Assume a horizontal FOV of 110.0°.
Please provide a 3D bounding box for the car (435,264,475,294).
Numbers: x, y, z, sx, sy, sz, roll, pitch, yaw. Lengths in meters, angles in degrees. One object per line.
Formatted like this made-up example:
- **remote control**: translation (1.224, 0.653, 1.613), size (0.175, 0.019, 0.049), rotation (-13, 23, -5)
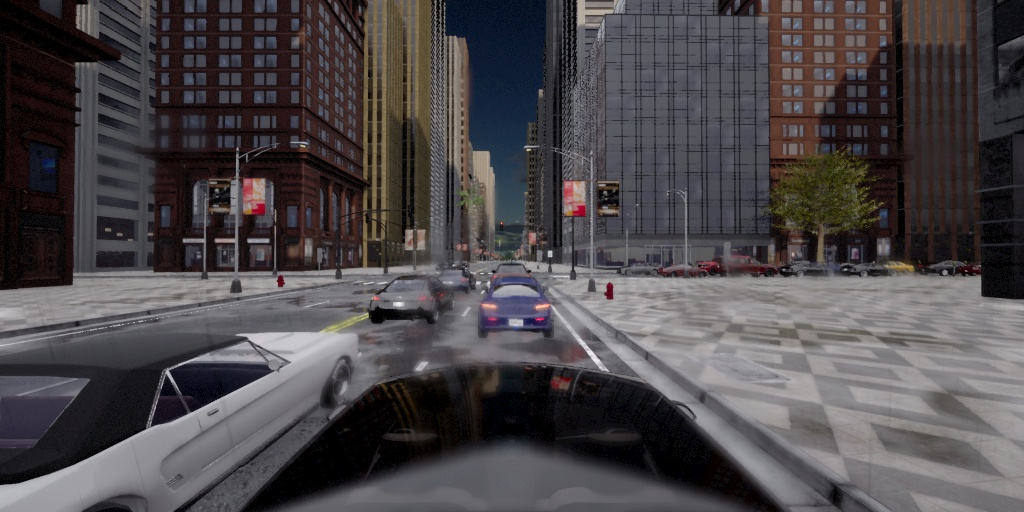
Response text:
- **car**: translation (-3.177, 1.352, 20.439), size (1.994, 1.385, 4.181), rotation (0, 0, 0)

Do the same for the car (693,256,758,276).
- **car**: translation (22.536, 1.009, 38.001), size (5.566, 2.045, 2.150), rotation (0, -1, -1)

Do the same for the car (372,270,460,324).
- **car**: translation (-3.166, 1.326, 12.051), size (1.994, 1.385, 4.181), rotation (0, 0, 0)

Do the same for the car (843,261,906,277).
- **car**: translation (32.186, 1.258, 32.385), size (4.313, 1.339, 1.948), rotation (0, 0, -1)

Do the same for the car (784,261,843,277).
- **car**: translation (26.549, 1.274, 32.290), size (4.313, 1.339, 1.948), rotation (0, 0, -1)

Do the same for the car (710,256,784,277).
- **car**: translation (20.912, 1.039, 32.194), size (5.009, 1.841, 2.192), rotation (0, 0, -1)

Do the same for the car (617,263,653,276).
- **car**: translation (13.233, 1.383, 37.841), size (4.181, 1.385, 1.994), rotation (0, -1, -1)

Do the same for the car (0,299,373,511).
- **car**: translation (-3.156, 1.351, 3.228), size (1.895, 1.301, 4.718), rotation (0, 0, 0)

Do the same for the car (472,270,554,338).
- **car**: translation (0.093, 1.284, 10.062), size (1.812, 1.442, 4.674), rotation (0, 0, 0)

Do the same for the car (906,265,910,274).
- **car**: translation (43.153, 1.293, 41.097), size (4.829, 1.417, 1.751), rotation (0, 0, -1)

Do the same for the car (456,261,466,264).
- **car**: translation (-9.905, 1.542, 63.068), size (2.128, 1.511, 4.902), rotation (0, 0, 0)

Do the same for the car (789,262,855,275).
- **car**: translation (32.912, 1.306, 38.164), size (5.357, 1.411, 2.033), rotation (0, -1, -1)

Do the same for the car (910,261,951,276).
- **car**: translation (42.752, 1.204, 35.190), size (4.892, 1.490, 1.837), rotation (0, -1, -1)

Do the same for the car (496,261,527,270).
- **car**: translation (-0.025, 1.134, 19.048), size (2.097, 1.767, 4.553), rotation (0, 0, 0)

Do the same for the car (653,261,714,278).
- **car**: translation (15.273, 1.325, 32.099), size (4.207, 1.307, 1.802), rotation (0, 0, -1)

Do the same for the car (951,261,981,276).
- **car**: translation (43.462, 1.212, 32.577), size (4.507, 1.381, 1.888), rotation (0, 0, -1)

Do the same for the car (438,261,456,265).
- **car**: translation (-9.914, 1.542, 52.783), size (1.994, 1.385, 4.181), rotation (0, 0, 0)
